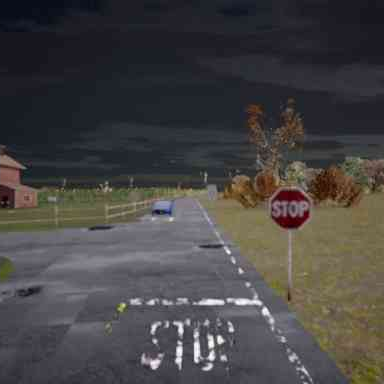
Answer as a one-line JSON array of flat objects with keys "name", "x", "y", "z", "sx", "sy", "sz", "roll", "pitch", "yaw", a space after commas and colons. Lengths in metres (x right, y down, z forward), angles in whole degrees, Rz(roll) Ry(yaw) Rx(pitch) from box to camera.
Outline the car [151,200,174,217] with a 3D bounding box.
[{"name": "car", "x": -2.761, "y": 1.525, "z": 32.063, "sx": 1.882, "sy": 1.535, "sz": 5.008, "roll": 0, "pitch": 0, "yaw": 0}]
